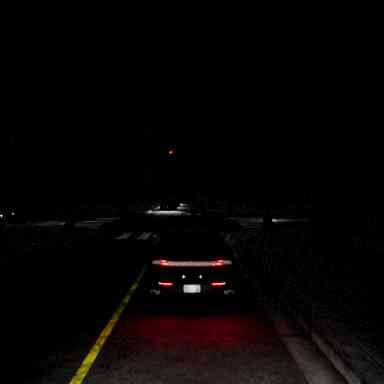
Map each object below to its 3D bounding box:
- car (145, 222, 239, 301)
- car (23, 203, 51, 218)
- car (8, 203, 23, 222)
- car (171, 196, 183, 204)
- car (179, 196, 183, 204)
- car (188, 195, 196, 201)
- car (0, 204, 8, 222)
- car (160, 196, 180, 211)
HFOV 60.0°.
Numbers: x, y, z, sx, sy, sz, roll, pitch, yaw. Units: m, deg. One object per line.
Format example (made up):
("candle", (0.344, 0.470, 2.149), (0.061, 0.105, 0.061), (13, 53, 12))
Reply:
("car", (0.002, 1.498, 8.310), (2.128, 1.511, 4.902), (0, 0, 0))
("car", (-14.759, 1.601, 29.487), (4.313, 1.339, 1.947), (0, 0, 0))
("car", (-15.680, 1.226, 24.003), (5.566, 2.045, 2.150), (0, 0, 0))
("car", (-2.788, 1.482, 64.132), (2.128, 1.511, 4.902), (0, 0, 0))
("car", (-2.834, 1.523, 51.426), (1.812, 1.442, 4.674), (0, 0, 0))
("car", (0.014, 1.509, 81.333), (1.812, 1.442, 4.674), (0, 0, 0))
("car", (-14.766, 1.554, 21.461), (4.313, 1.339, 1.947), (0, 0, 0))
("car", (-2.845, 1.568, 41.357), (1.994, 1.385, 4.181), (0, 0, 1))
